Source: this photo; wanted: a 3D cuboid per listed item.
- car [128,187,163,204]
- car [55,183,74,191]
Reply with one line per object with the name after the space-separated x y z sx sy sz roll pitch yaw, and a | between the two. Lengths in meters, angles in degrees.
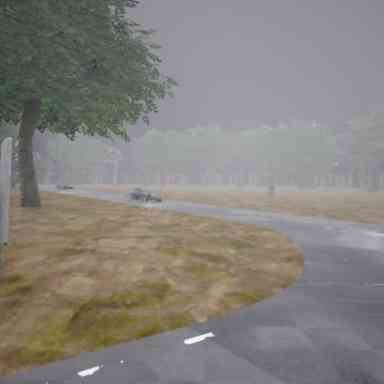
-4.831 0.317 34.069 1.837 1.490 4.892 3 1 -38 | car
-21.046 -0.880 54.973 1.895 1.301 4.718 3 1 -36 | car
